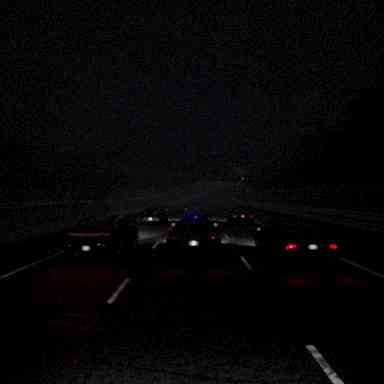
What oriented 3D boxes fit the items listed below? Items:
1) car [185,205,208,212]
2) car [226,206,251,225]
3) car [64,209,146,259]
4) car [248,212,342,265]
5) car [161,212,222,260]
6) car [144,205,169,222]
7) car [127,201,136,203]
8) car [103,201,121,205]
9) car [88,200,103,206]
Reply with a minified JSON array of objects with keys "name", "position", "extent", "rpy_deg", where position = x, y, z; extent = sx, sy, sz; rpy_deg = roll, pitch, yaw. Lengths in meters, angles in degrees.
[{"name":"car","position":[0.384,1.834,28.844],"extent":[1.882,1.535,5.008],"rpy_deg":[0,-1,2]},{"name":"car","position":[3.822,1.880,27.043],"extent":[2.033,1.411,5.357],"rpy_deg":[0,-1,1]},{"name":"car","position":[-3.405,1.638,13.249],"extent":[2.128,1.511,4.902],"rpy_deg":[0,-1,1]},{"name":"car","position":[3.568,1.681,12.197],"extent":[2.033,1.411,5.357],"rpy_deg":[0,-1,1]},{"name":"car","position":[0.094,1.708,13.120],"extent":[1.994,1.385,4.181],"rpy_deg":[0,-1,1]},{"name":"car","position":[-3.141,1.853,28.181],"extent":[1.837,1.490,4.892],"rpy_deg":[0,0,2]},{"name":"car","position":[-12.143,2.468,66.457],"extent":[1.895,1.301,4.718],"rpy_deg":[0,-1,3]},{"name":"car","position":[-15.643,2.422,66.555],"extent":[1.994,1.385,4.181],"rpy_deg":[0,-1,3]},{"name":"car","position":[-19.138,2.408,66.745],"extent":[2.033,1.411,5.357],"rpy_deg":[0,-1,3]}]
